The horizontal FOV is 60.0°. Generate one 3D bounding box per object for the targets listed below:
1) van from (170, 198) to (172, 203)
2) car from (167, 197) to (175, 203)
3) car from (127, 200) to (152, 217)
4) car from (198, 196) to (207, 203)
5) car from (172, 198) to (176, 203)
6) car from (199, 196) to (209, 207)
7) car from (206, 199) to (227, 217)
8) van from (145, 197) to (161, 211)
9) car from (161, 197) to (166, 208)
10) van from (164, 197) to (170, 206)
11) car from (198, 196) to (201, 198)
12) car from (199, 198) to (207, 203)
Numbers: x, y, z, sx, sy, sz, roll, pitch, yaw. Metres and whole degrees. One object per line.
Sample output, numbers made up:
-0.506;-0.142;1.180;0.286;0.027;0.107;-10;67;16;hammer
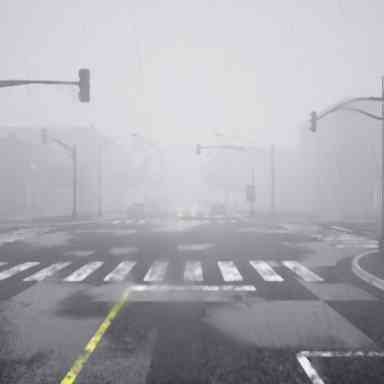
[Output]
-5.584;1.824;68.037;1.690;1.788;3.998;0;0;0;van
-5.545;2.183;90.221;1.887;1.381;4.507;0;0;0;car
-5.636;1.830;34.759;1.802;1.307;4.206;0;0;0;car
2.833;1.953;90.208;2.192;1.841;5.009;-1;0;0;car
-5.555;2.166;84.674;1.947;1.339;4.313;0;0;0;car
2.790;1.994;62.476;2.008;1.369;4.403;-1;0;0;car
2.744;1.774;34.915;1.752;1.417;4.829;-1;0;0;car
-5.620;1.668;45.852;1.690;1.788;3.998;0;0;0;van
-5.610;1.911;51.398;1.887;1.381;4.507;0;0;0;car
-5.593;1.785;62.491;1.690;1.788;3.998;0;0;0;van
2.817;2.126;79.114;1.947;1.339;4.313;-1;0;0;car
2.826;2.144;84.661;1.887;1.381;4.507;-1;0;0;car
